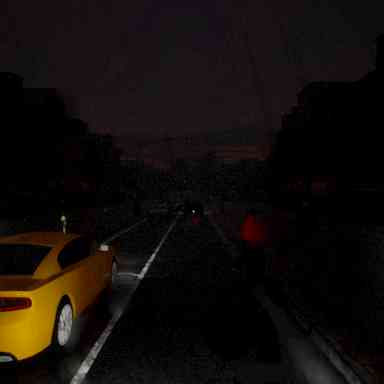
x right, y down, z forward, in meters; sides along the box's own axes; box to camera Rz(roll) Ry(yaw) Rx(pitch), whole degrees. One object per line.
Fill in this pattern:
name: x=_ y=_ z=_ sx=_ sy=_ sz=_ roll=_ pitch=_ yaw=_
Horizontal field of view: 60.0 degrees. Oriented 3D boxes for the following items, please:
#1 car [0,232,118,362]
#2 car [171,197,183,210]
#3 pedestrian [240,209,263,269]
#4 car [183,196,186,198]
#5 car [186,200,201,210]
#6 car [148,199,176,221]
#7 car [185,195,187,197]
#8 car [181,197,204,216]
car: x=-2.740 y=1.477 z=6.184 sx=1.882 sy=1.535 sz=5.008 roll=0 pitch=0 yaw=0
car: x=-2.590 y=1.570 z=44.228 sx=1.967 sy=1.590 sz=4.097 roll=-2 pitch=0 yaw=0
pedestrian: x=1.633 y=1.295 z=9.159 sx=0.375 sy=1.860 sz=0.375 roll=1 pitch=1 yaw=0
car: x=-2.570 y=1.758 z=55.121 sx=2.008 sy=1.369 sz=4.403 roll=-2 pitch=0 yaw=0
car: x=0.163 y=1.738 z=45.355 sx=1.895 sy=1.301 sz=4.718 roll=0 pitch=0 yaw=0
car: x=-2.612 y=1.570 z=27.716 sx=1.752 sy=1.417 sz=4.829 roll=-1 pitch=0 yaw=0
car: x=-2.543 y=1.925 z=71.464 sx=1.802 sy=1.307 sz=4.206 roll=-2 pitch=0 yaw=0
car: x=0.150 y=1.573 z=33.427 sx=1.837 sy=1.490 sz=4.892 roll=0 pitch=-1 yaw=0
